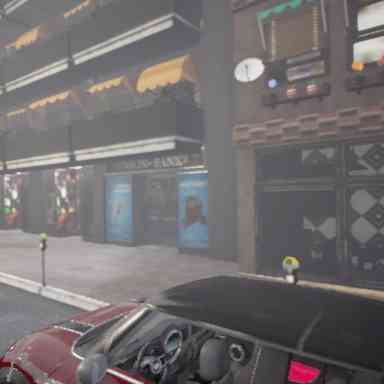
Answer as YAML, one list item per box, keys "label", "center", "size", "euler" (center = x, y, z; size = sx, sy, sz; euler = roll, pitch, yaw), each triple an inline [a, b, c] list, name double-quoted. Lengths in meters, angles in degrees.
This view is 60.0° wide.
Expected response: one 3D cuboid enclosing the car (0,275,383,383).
- label: "car"
  center: [0.161, 1.439, 2.643]
  size: [4.097, 1.590, 1.967]
  euler: [0, -1, 36]
